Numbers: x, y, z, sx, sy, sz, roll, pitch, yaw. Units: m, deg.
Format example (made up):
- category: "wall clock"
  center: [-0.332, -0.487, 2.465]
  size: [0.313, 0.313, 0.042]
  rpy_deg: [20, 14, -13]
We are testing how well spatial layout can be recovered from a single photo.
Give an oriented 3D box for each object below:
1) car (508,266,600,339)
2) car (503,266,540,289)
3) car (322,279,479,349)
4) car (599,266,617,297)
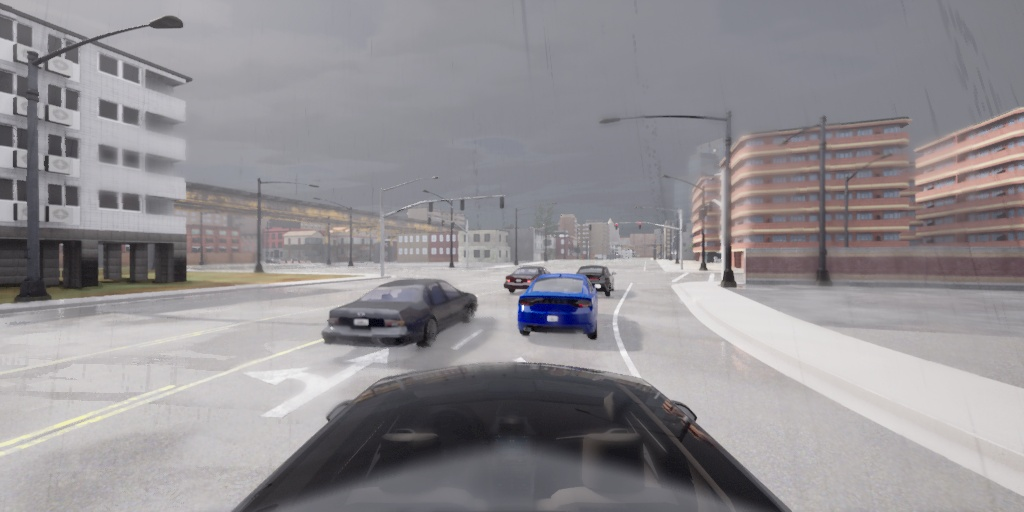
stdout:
- category: "car"
  center: [1.485, 1.225, 10.288]
  size: [1.882, 1.535, 5.008]
  rpy_deg: [0, 0, 14]
- category: "car"
  center: [1.189, 1.293, 20.539]
  size: [2.033, 1.411, 5.357]
  rpy_deg: [0, 0, 20]
- category: "car"
  center: [-2.393, 1.296, 9.243]
  size: [2.033, 1.411, 5.357]
  rpy_deg: [0, 0, 10]
- category: "car"
  center: [4.416, 1.250, 19.210]
  size: [1.837, 1.490, 4.892]
  rpy_deg: [0, 0, 19]
